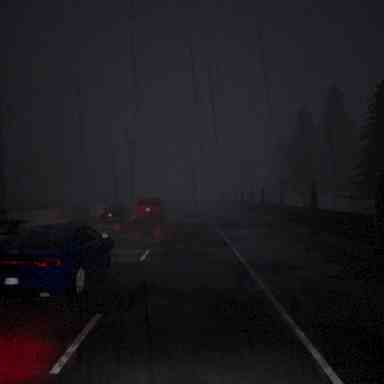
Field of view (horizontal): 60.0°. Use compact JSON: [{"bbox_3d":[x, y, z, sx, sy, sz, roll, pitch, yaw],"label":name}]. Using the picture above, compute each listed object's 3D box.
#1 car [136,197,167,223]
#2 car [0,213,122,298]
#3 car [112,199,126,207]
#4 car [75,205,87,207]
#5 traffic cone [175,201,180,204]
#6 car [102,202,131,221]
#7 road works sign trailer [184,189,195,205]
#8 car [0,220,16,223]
[{"bbox_3d":[-3.404,1.476,28.410,2.150,2.045,5.566,0,-1,0],"label":"car"},{"bbox_3d":[-3.405,1.557,8.768,1.882,1.535,5.008,0,-1,0],"label":"car"},{"bbox_3d":[-14.046,2.100,64.391,1.812,1.442,4.674,0,0,0],"label":"car"},{"bbox_3d":[-20.992,2.171,63.853,1.895,1.301,4.718,0,0,-1],"label":"car"},{"bbox_3d":[-3.333,2.698,83.082,0.340,0.580,0.340,0,-1,-10],"label":"traffic cone"},{"bbox_3d":[-6.917,1.798,30.395,1.812,1.442,4.674,0,-1,0],"label":"car"},{"bbox_3d":[-0.703,1.148,76.440,2.380,3.560,2.880,0,-1,-10],"label":"road works sign trailer"},{"bbox_3d":[-6.902,1.714,12.620,1.895,1.301,4.718,0,-1,0],"label":"car"}]
